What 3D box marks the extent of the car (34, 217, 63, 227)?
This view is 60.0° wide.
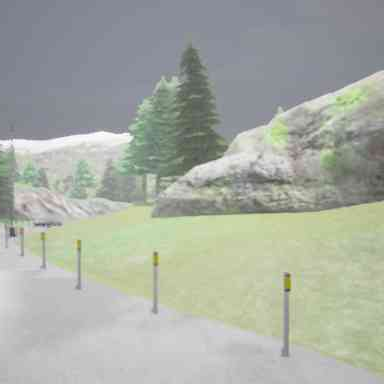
[{"bbox_3d":[-19.467,4.087,45.263,1.895,1.301,4.718,0,-5,5],"label":"car"}]
